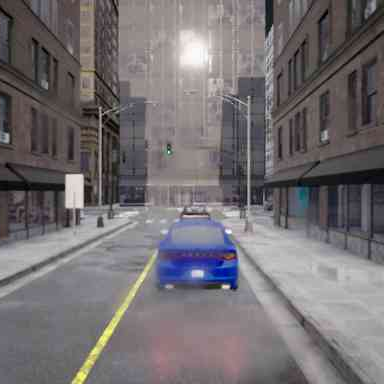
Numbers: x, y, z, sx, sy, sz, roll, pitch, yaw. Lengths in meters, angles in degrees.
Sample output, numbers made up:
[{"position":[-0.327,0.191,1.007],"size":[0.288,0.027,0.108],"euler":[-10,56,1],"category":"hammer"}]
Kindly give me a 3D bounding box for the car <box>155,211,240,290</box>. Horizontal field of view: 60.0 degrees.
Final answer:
[{"position":[0.130,1.510,9.214],"size":[1.882,1.535,5.008],"euler":[0,0,0],"category":"car"}]

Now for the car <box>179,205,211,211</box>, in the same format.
[{"position":[0.185,1.563,20.882],"size":[2.128,1.511,4.902],"euler":[0,0,0],"category":"car"}]

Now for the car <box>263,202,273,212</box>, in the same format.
[{"position":[10.545,1.374,38.203],"size":[4.553,1.767,2.097],"euler":[0,0,0],"category":"car"}]
